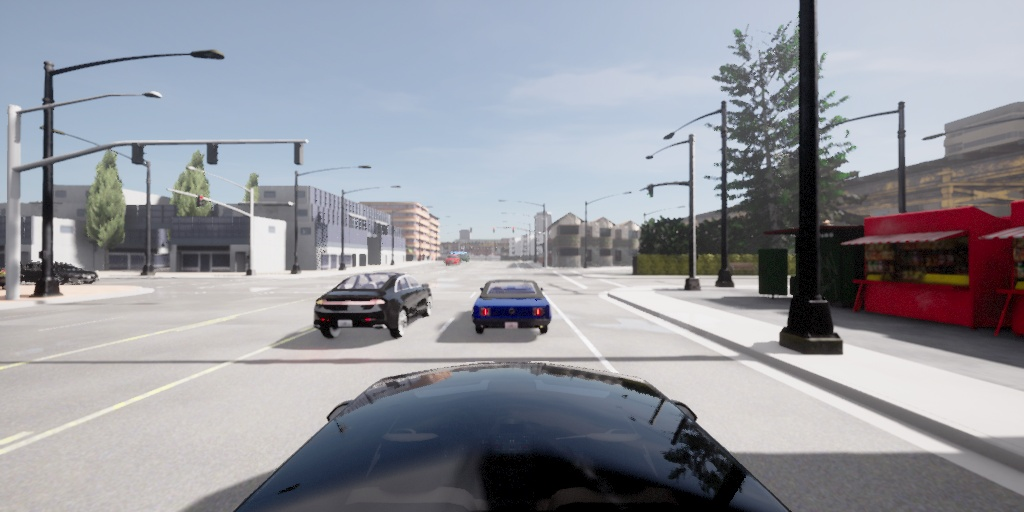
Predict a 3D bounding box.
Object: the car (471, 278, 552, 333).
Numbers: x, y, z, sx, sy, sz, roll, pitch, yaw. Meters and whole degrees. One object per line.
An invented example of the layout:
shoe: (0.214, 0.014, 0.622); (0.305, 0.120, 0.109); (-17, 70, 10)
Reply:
car: (-0.015, 1.297, 10.433); (1.895, 1.301, 4.718); (0, 0, 0)

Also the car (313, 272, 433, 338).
car: (-3.515, 1.192, 9.953); (2.128, 1.511, 4.902); (0, 0, 0)

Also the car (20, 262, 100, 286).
car: (-30.324, 1.167, 23.644); (4.892, 1.490, 1.837); (0, 0, 0)
